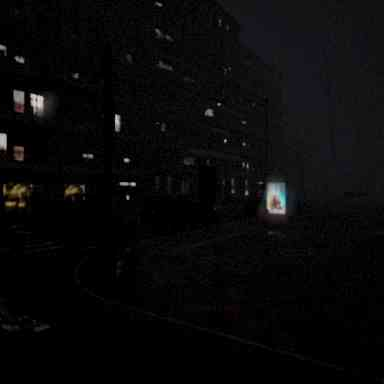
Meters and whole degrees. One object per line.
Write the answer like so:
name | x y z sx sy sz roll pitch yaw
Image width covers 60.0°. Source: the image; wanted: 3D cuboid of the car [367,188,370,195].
car | 34.404 0.075 68.021 1.887 1.381 4.507 2 2 35

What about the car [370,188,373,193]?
car | 37.583 -0.032 72.567 1.887 1.381 4.507 2 2 35

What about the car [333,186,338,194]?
car | 33.851 -0.277 81.849 1.967 1.590 4.097 2 2 35

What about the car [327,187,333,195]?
car | 30.672 -0.065 77.307 1.887 1.381 4.507 2 2 35

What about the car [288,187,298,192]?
car | 13.753 0.267 48.463 2.150 2.045 5.566 0 1 35

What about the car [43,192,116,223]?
car | -7.464 0.972 22.760 2.192 1.841 5.009 2 2 35

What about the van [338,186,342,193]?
van | 37.029 -0.483 86.390 1.690 1.788 3.998 2 2 35

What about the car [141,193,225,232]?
car | -0.562 1.005 18.009 2.192 1.841 5.009 2 2 35

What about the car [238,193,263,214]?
car | 5.794 1.048 27.108 1.947 1.339 4.313 2 2 35

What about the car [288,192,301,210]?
car | 8.973 0.944 31.654 1.947 1.339 4.313 2 2 35

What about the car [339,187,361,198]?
car | 28.047 0.288 58.929 1.887 1.381 4.507 2 2 35

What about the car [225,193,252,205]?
car | 5.247 0.791 40.947 2.008 1.369 4.403 2 2 35

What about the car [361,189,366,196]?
car | 31.226 0.077 63.472 1.967 1.590 4.097 2 2 35

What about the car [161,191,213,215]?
car | -0.331 0.857 28.472 2.097 1.767 4.553 0 1 35

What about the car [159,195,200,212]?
car | -1.109 1.032 31.858 1.802 1.307 4.206 2 2 35

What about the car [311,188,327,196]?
car | 27.494 -0.062 72.758 1.967 1.590 4.097 2 2 35
